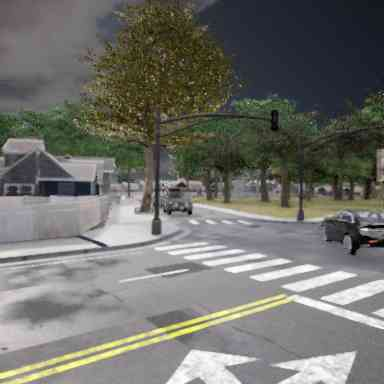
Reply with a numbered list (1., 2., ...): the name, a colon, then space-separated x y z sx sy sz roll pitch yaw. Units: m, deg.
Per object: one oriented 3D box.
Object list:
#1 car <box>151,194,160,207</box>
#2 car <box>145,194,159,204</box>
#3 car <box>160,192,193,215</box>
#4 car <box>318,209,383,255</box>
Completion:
1. car: -3.834 1.260 42.201 1.994 1.385 4.181 1 0 -11
2. car: -6.814 1.134 56.171 1.812 1.442 4.674 1 0 -12
3. car: -1.361 0.995 30.731 2.150 2.045 5.566 1 0 -10
4. car: 6.427 1.418 12.865 2.128 1.511 4.902 1 0 5
